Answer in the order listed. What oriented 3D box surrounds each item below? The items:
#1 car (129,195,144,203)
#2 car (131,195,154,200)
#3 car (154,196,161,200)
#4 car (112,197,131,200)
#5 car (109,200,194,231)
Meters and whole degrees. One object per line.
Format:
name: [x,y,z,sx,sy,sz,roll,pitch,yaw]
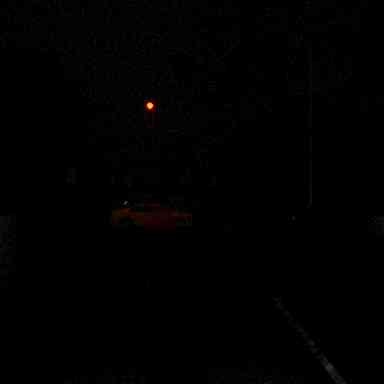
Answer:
car: [-10.643,1.377,63.916,2.033,1.411,5.357,0,0,0]
car: [-7.086,1.465,48.389,1.994,1.385,4.181,0,0,0]
car: [-7.156,1.426,64.593,1.895,1.301,4.718,0,0,-1]
car: [-10.588,1.466,48.221,1.994,1.385,4.181,0,0,0]
car: [-2.398,1.449,19.987,5.008,1.535,1.882,0,0,-3]
